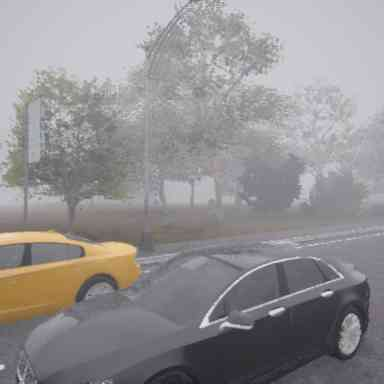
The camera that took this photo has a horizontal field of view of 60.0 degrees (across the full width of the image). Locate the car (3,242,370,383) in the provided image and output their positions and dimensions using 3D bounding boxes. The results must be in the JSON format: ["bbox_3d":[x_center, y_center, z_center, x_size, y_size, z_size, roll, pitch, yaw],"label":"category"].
[{"bbox_3d":[0.461,1.508,4.359,4.892,1.490,1.837,0,0,-36],"label":"car"}]

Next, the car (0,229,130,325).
[{"bbox_3d":[-3.369,1.485,5.913,5.008,1.535,1.882,0,0,-36],"label":"car"}]
